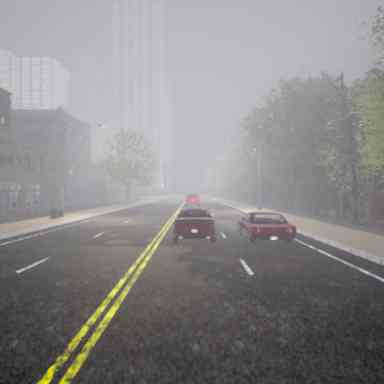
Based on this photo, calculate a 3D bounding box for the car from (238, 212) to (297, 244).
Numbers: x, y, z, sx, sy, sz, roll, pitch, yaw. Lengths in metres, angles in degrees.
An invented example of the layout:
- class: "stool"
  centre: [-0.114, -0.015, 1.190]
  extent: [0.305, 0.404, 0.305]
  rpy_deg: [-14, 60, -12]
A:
- class: "car"
  centre: [3.354, 1.599, 15.829]
  extent: [1.895, 1.301, 4.718]
  rpy_deg: [0, 0, 0]

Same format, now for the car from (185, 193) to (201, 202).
- class: "car"
  centre: [0.110, 1.211, 49.311]
  extent: [2.150, 2.045, 5.566]
  rpy_deg: [0, 0, 0]

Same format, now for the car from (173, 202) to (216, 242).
- class: "car"
  centre: [0.104, 1.476, 16.435]
  extent: [1.882, 1.535, 5.008]
  rpy_deg: [0, 0, 0]
